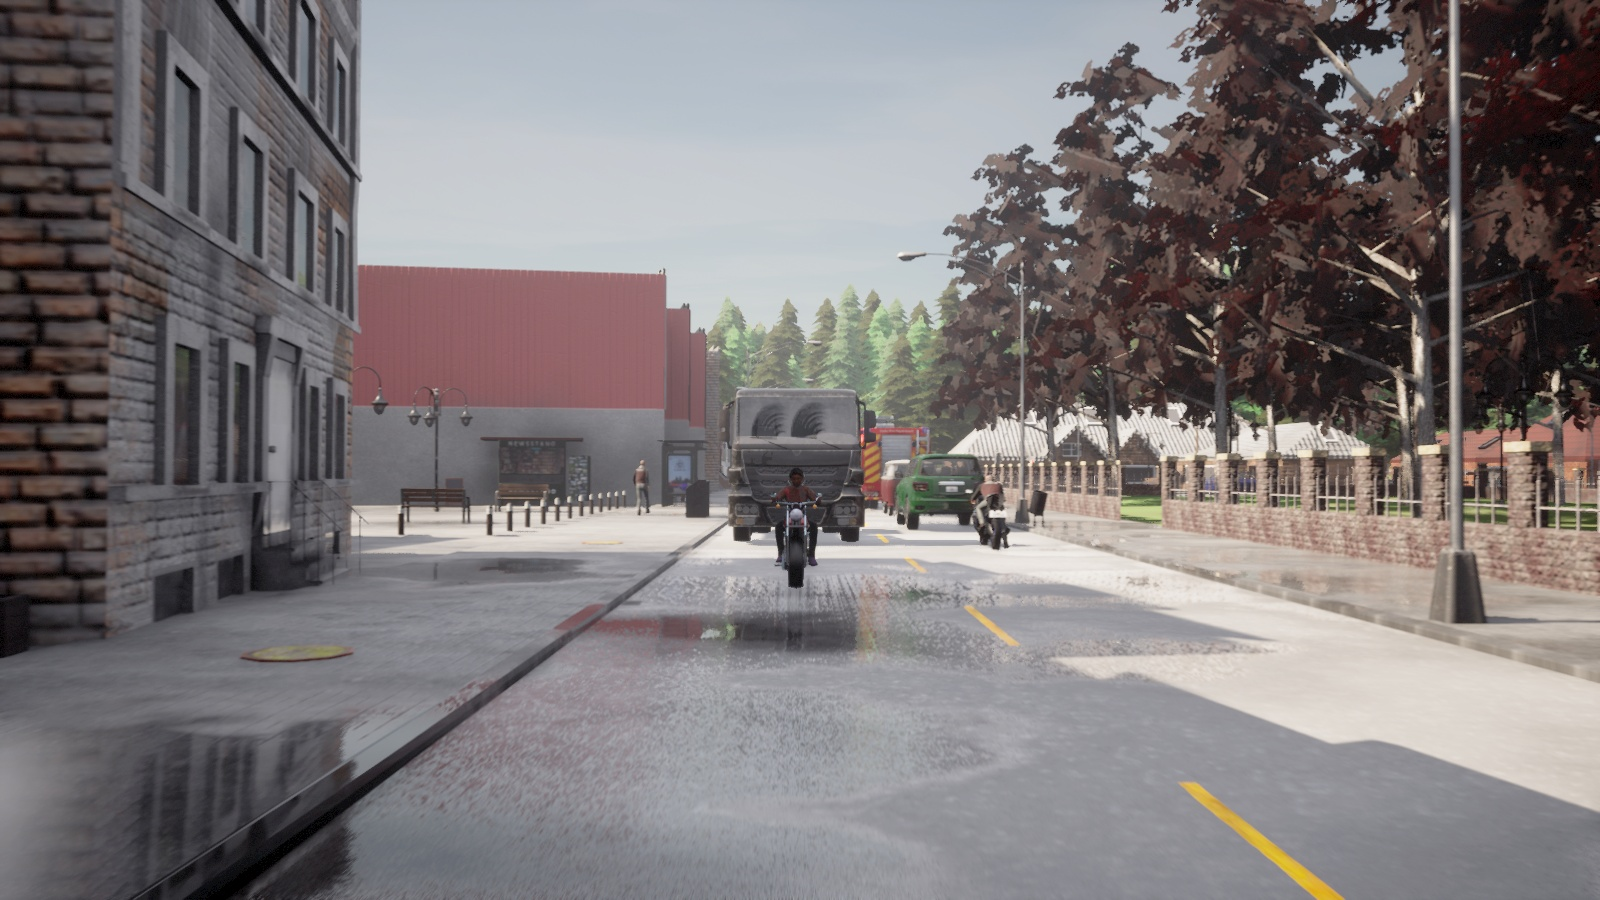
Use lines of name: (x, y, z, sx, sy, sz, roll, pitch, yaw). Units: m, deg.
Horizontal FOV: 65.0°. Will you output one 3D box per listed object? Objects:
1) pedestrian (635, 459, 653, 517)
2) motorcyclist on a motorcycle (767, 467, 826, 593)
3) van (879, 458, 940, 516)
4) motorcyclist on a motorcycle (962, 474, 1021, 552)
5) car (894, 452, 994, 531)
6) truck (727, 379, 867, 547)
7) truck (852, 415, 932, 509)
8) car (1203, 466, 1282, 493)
pedestrian: (-5.080, 1.229, 40.890, 0.376, 1.854, 0.720, 0, -1, 10)
motorcyclist on a motorcycle: (-0.043, 1.060, 17.587, 0.766, 1.649, 2.350, 0, -1, 0)
van: (3.915, 1.313, 45.490, 1.775, 1.987, 4.442, 0, -1, 0)
motorcyclist on a motorcycle: (3.938, 1.270, 26.015, 0.866, 1.530, 2.191, 0, -1, 0)
car: (3.926, 1.108, 35.180, 2.150, 2.045, 5.566, 0, -1, 0)
truck: (-0.072, 0.335, 29.994, 2.891, 3.462, 7.936, 0, -1, 0)
truck: (3.902, 0.557, 55.135, 2.891, 3.827, 8.468, 0, -1, 0)
car: (29.920, 1.976, 84.974, 4.553, 1.767, 2.097, 0, -1, -2)
